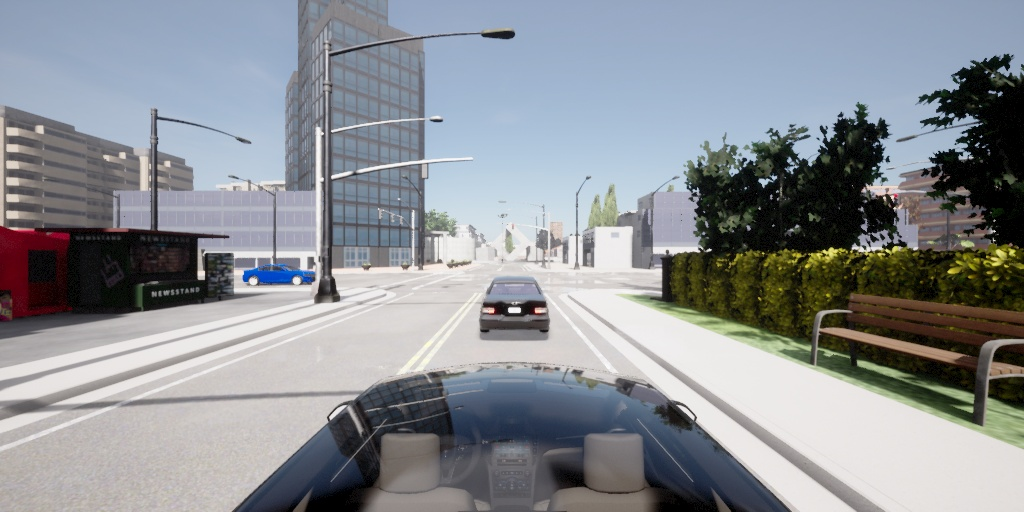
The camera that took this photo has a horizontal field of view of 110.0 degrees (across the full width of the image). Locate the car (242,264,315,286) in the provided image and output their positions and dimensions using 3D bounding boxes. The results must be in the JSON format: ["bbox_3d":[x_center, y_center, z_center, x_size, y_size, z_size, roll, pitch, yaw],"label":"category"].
[{"bbox_3d":[-16.776,1.334,26.166,5.008,1.535,1.882,-1,0,0],"label":"car"}]

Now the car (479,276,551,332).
[{"bbox_3d":[0.070,1.296,10.756,2.033,1.411,5.357,0,0,0],"label":"car"}]
